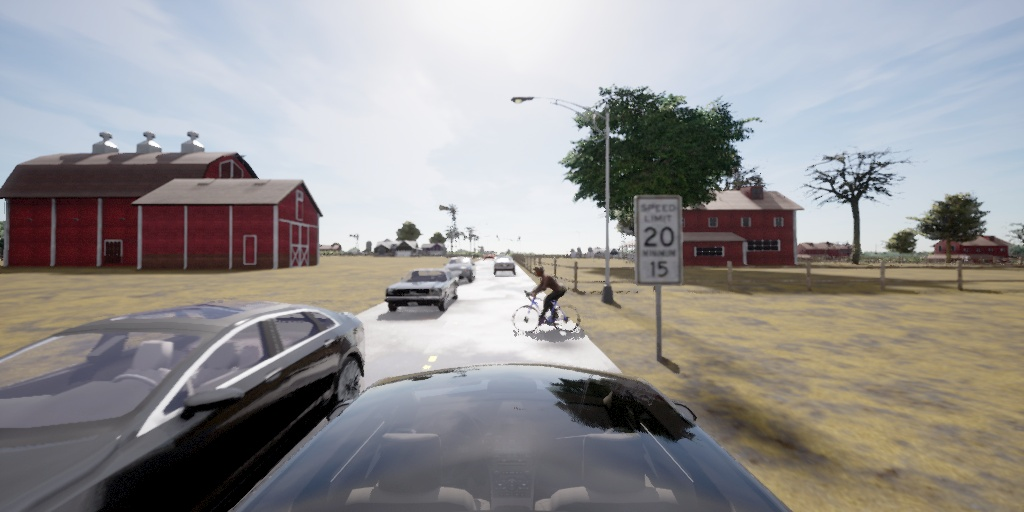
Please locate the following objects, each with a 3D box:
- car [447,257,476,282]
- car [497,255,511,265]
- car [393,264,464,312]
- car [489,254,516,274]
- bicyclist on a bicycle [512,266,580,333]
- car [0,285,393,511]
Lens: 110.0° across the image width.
[{"bbox_3d":[-3.392,0.846,23.628,2.128,1.511,4.902,0,1,-2],"label":"car"},{"bbox_3d":[-1.171,0.508,50.712,1.895,1.301,4.718,0,1,-1],"label":"car"},{"bbox_3d":[-3.123,1.143,13.304,1.895,1.301,4.718,0,1,-1],"label":"car"},{"bbox_3d":[-0.635,0.765,30.563,2.033,1.411,5.357,0,1,-2],"label":"car"},{"bbox_3d":[0.820,1.064,8.652,1.656,1.620,0.582,-1,1,-1],"label":"bicyclist on a bicycle"},{"bbox_3d":[-2.854,1.231,2.992,2.128,1.511,4.902,0,1,-2],"label":"car"}]
